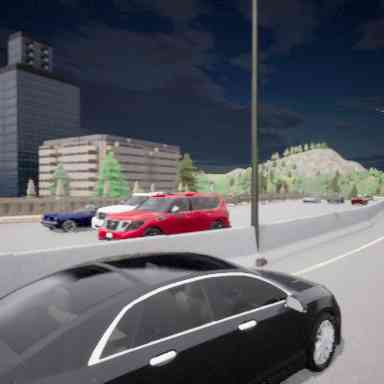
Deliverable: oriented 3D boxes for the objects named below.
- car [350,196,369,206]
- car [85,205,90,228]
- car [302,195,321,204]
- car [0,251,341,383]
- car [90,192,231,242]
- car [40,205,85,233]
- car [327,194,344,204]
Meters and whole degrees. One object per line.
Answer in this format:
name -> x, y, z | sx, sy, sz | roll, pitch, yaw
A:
car -> 23.173, 1.192, 45.978 | 1.895, 1.301, 4.718 | 1, 1, 33
car -> -2.100, 1.016, 16.554 | 2.150, 2.045, 5.566 | 1, 1, 43
car -> 18.687, 1.120, 51.905 | 1.895, 1.301, 4.718 | 1, 1, 33
car -> -0.085, 1.454, 3.762 | 4.892, 1.490, 1.837 | 0, 1, -41
car -> -0.780, 1.062, 12.919 | 2.150, 2.045, 5.566 | 1, 1, 45
car -> -5.560, 1.361, 18.023 | 1.895, 1.301, 4.718 | 1, 1, 44
car -> 21.598, 1.052, 49.962 | 1.837, 1.490, 4.892 | 1, 1, 33
